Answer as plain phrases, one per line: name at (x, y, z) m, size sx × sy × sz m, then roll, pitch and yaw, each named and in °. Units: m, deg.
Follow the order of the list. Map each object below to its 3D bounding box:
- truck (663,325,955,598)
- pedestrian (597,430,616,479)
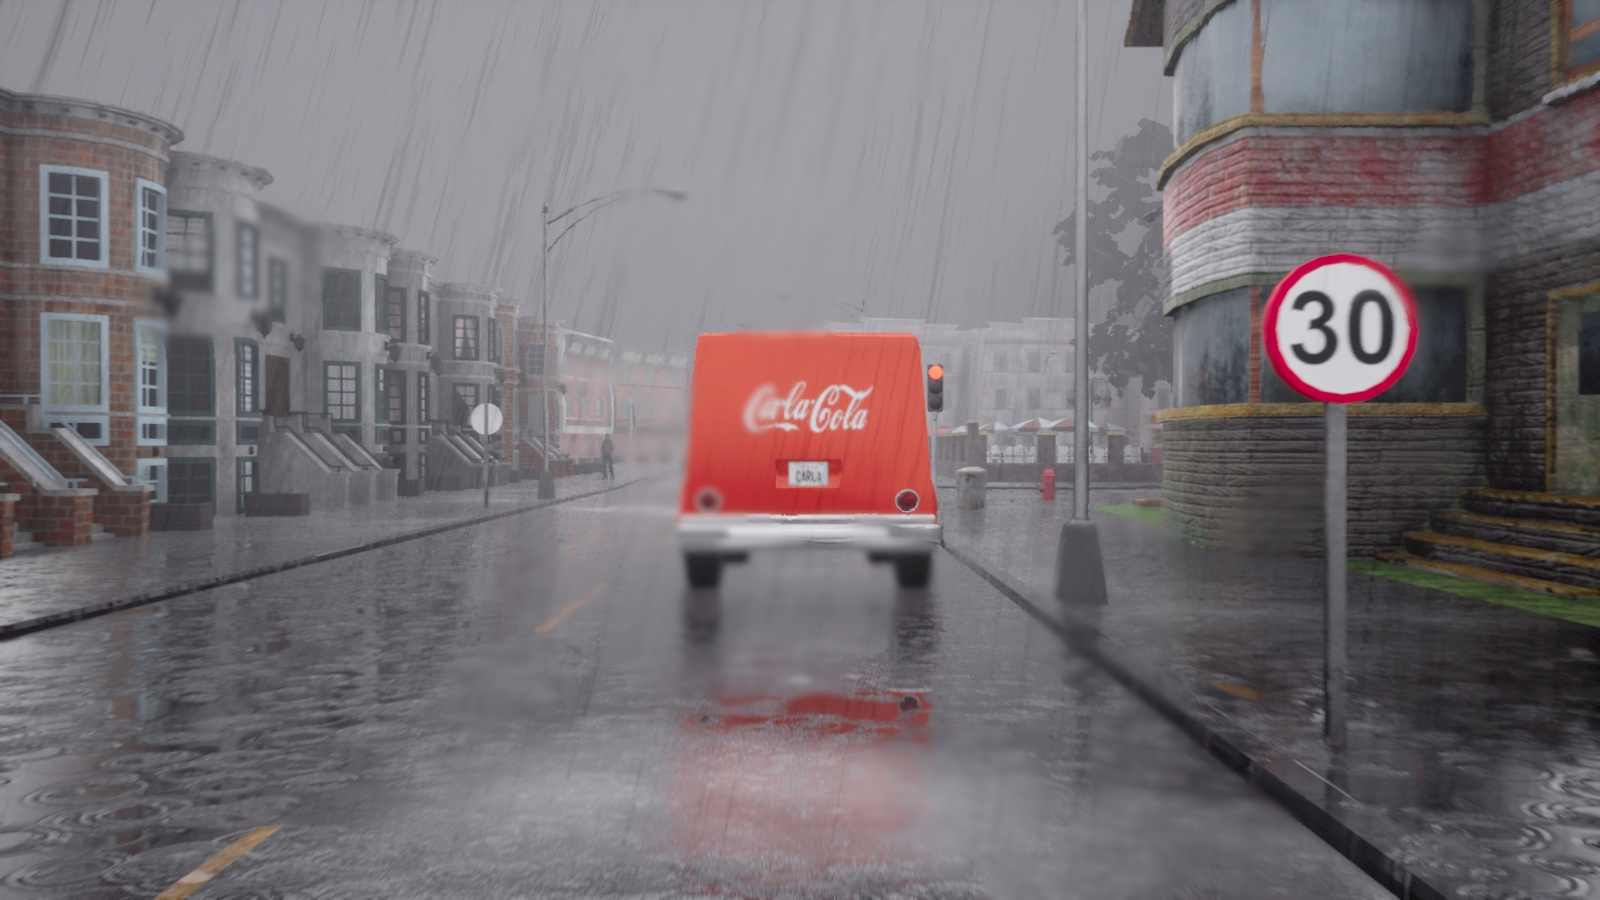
truck at (0.094, 0.159, 13.930) m, size 2.627 × 2.467 × 5.204 m, roll 0°, pitch -1°, yaw 0°
pedestrian at (-7.367, 0.182, 47.911) m, size 0.540 × 1.848 × 0.694 m, roll 0°, pitch 0°, yaw 8°
